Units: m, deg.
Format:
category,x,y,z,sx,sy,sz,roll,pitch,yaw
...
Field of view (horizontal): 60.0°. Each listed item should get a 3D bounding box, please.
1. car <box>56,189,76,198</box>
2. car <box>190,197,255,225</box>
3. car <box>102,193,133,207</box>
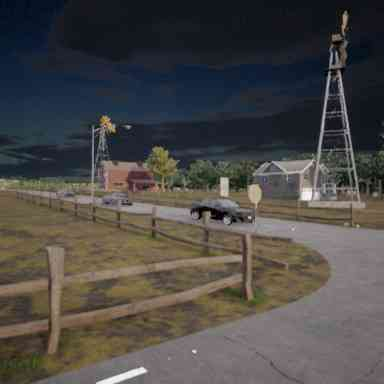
category,x,y,z,sx,sy,sz,roll,pitch,yaw
car,-18.866,0.207,49.824,1.994,1.385,4.181,0,2,-36
car,1.842,1.117,20.954,1.882,1.535,5.008,0,1,-36
car,-7.702,0.763,34.193,1.994,1.385,4.181,0,1,-36
